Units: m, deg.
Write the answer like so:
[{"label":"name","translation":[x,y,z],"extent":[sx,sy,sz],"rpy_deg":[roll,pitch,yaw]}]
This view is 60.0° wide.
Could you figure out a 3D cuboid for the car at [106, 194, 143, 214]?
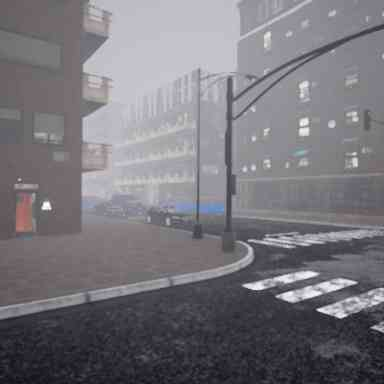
[{"label":"car","translation":[-6.430,1.228,33.606],"extent":[2.150,2.045,5.566],"rpy_deg":[1,0,-35]}]

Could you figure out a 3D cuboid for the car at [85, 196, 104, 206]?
[{"label":"car","translation":[-17.314,1.546,58.915],"extent":[1.967,1.590,4.097],"rpy_deg":[1,0,-35]}]

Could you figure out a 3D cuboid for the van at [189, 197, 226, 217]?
[{"label":"van","translation":[1.744,1.390,31.285],"extent":[1.690,1.788,3.998],"rpy_deg":[1,0,-35]}]

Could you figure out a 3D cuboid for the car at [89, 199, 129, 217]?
[{"label":"car","translation":[-7.920,1.562,31.414],"extent":[1.802,1.307,4.206],"rpy_deg":[1,0,-35]}]

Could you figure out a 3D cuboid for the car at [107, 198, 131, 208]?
[{"label":"car","translation":[-10.962,1.633,49.704],"extent":[1.887,1.381,4.507],"rpy_deg":[1,0,-35]}]

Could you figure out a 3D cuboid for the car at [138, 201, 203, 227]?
[{"label":"car","translation":[-1.567,1.511,22.204],"extent":[2.008,1.369,4.403],"rpy_deg":[1,0,-35]}]

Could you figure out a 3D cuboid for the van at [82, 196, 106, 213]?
[{"label":"van","translation":[-11.095,1.331,36.021],"extent":[1.690,1.788,3.998],"rpy_deg":[1,0,-35]}]

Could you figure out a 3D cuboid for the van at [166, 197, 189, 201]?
[{"label":"van","translation":[-1.432,1.400,35.890],"extent":[1.690,1.788,3.998],"rpy_deg":[1,0,-35]}]

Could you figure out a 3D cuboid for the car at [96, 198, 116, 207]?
[{"label":"car","translation":[-14.139,1.679,54.309],"extent":[1.802,1.307,4.206],"rpy_deg":[1,0,-35]}]

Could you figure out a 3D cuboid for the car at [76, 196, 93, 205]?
[{"label":"car","translation":[-20.490,1.555,63.520],"extent":[1.967,1.590,4.097],"rpy_deg":[1,0,-35]}]
